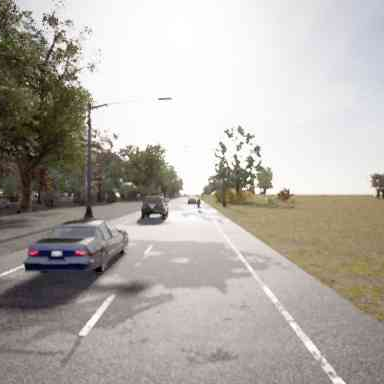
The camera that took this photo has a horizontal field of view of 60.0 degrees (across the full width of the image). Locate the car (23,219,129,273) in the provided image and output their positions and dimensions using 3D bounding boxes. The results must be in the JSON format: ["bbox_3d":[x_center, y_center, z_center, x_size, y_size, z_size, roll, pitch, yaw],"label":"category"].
[{"bbox_3d":[-3.409,1.607,10.859,2.033,1.411,5.357,0,0,0],"label":"car"}]

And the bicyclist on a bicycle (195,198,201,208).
[{"bbox_3d":[0.954,1.732,53.902,0.866,1.612,1.509,0,0,0],"label":"bicyclist on a bicycle"}]

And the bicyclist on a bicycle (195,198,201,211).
[{"bbox_3d":[0.954,1.694,43.964,0.582,1.620,1.656,0,-1,0],"label":"bicyclist on a bicycle"}]

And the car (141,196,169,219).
[{"bbox_3d":[-3.409,1.392,31.216,2.150,2.045,5.566,0,0,0],"label":"car"}]

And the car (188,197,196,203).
[{"bbox_3d":[-0.015,1.915,84.085,1.837,1.490,4.892,0,0,0],"label":"car"}]

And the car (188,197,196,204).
[{"bbox_3d":[-0.014,1.940,73.002,2.033,1.411,5.357,0,0,0],"label":"car"}]
